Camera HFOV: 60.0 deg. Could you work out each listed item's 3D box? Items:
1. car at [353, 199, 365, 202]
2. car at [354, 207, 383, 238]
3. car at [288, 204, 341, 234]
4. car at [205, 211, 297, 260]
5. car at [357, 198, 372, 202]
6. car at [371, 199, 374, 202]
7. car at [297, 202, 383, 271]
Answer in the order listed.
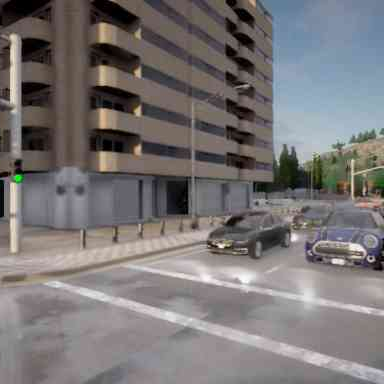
[{"bbox_3d":[12.993,1.577,28.051,1.812,1.442,4.674,0,0,35],"label":"car"},{"bbox_3d":[10.402,1.601,18.326,1.994,1.385,4.181,0,0,36],"label":"car"},{"bbox_3d":[7.669,1.555,20.530,1.837,1.490,4.892,0,0,35],"label":"car"},{"bbox_3d":[2.357,1.554,12.998,1.837,1.490,4.892,0,0,35],"label":"car"},{"bbox_3d":[18.642,1.405,36.029,2.097,1.767,4.553,0,0,36],"label":"car"},{"bbox_3d":[15.322,1.390,25.300,2.097,1.767,4.553,0,0,35],"label":"car"},{"bbox_3d":[5.427,1.388,11.279,2.097,1.767,4.553,0,0,35],"label":"car"}]
